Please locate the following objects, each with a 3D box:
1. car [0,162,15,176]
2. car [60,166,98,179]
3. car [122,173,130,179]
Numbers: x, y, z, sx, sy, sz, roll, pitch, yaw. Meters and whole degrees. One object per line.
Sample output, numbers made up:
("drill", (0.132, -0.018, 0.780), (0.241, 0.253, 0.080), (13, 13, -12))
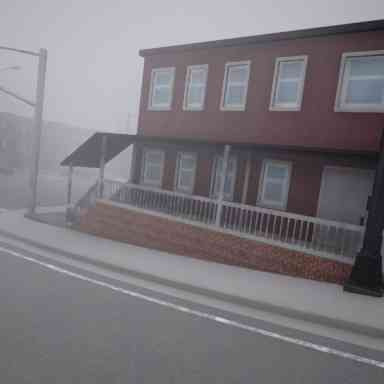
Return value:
("car", (-20.198, -2.459, 33.468), (1.994, 1.385, 4.181), (10, 6, 35))
("car", (-14.150, -2.513, 41.827), (1.837, 1.490, 4.892), (10, 6, 35))
("car", (-8.041, -2.463, 50.257), (2.033, 1.411, 5.357), (10, 6, 36))
